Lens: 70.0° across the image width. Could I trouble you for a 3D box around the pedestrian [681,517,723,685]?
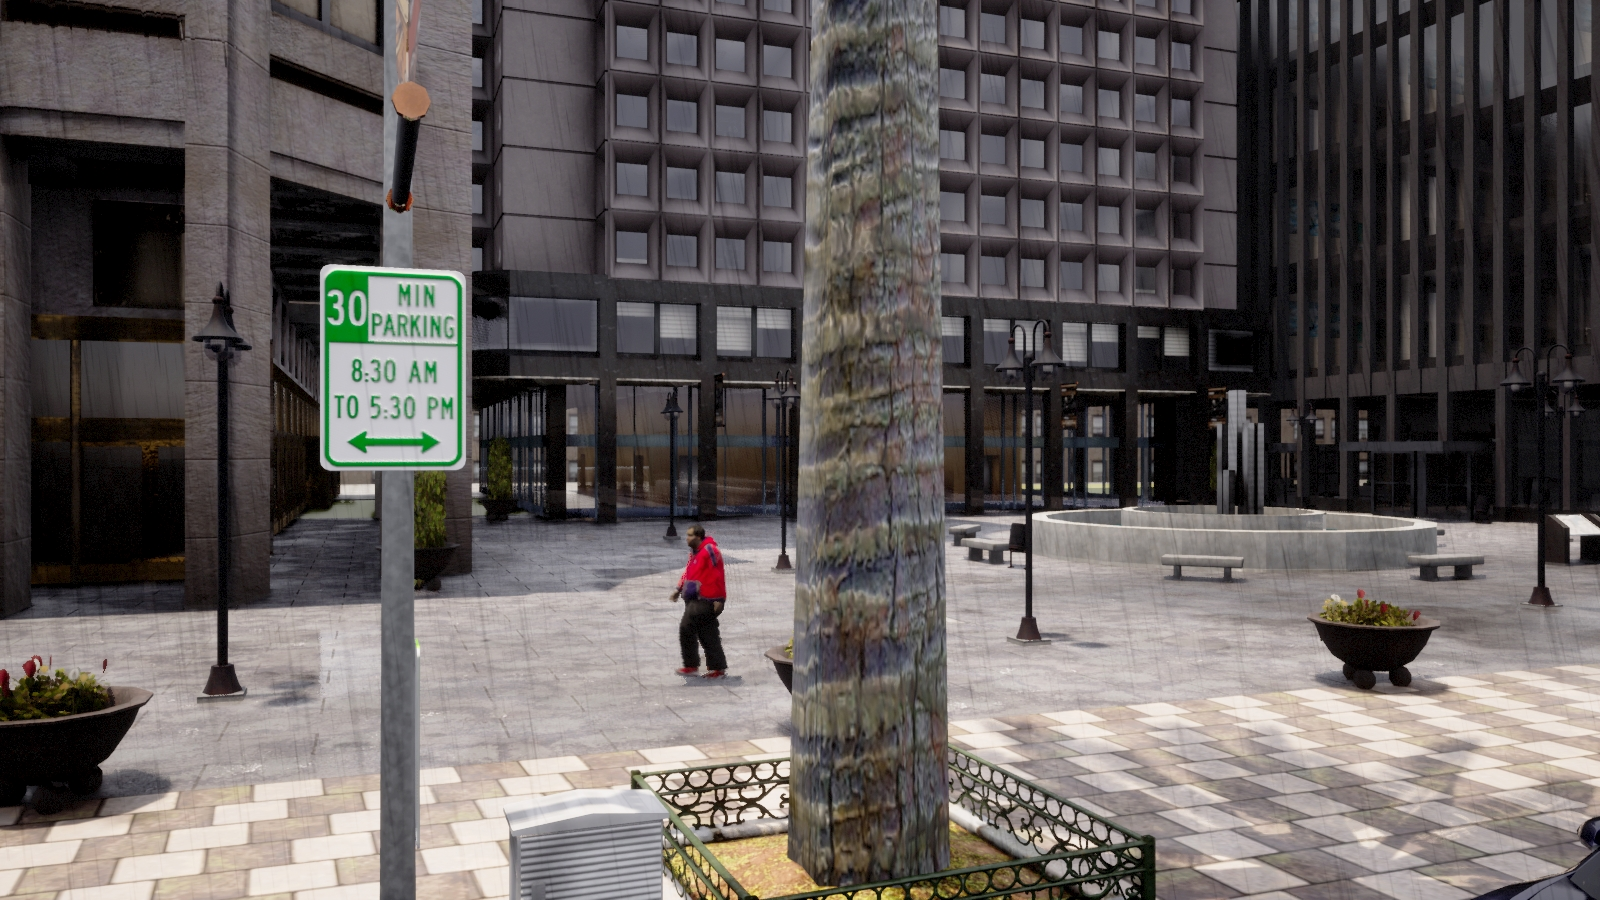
[{"bbox_3d":[-1.122,1.708,13.044,0.375,1.860,0.375,0,0,-23],"label":"pedestrian"}]
